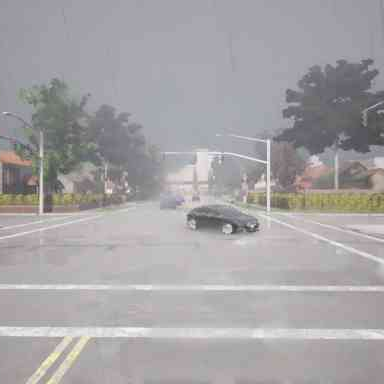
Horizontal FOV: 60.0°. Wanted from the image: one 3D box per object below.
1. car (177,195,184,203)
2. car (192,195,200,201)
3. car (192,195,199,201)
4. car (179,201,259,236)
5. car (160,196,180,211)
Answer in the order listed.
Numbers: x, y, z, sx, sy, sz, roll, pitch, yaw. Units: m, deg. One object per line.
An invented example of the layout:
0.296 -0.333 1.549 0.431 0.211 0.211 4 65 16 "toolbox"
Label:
-2.781 1.478 55.476 1.882 1.535 5.008 0 1 1 "car"
0.964 1.500 79.081 1.837 1.490 4.892 0 0 0 "car"
1.032 1.514 89.479 1.812 1.442 4.674 0 0 0 "car"
1.583 1.505 18.891 1.837 1.490 4.892 -3 2 -38 "car"
-2.884 1.547 41.233 2.033 1.411 5.357 0 0 0 "car"
